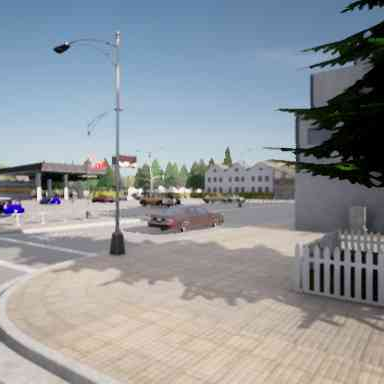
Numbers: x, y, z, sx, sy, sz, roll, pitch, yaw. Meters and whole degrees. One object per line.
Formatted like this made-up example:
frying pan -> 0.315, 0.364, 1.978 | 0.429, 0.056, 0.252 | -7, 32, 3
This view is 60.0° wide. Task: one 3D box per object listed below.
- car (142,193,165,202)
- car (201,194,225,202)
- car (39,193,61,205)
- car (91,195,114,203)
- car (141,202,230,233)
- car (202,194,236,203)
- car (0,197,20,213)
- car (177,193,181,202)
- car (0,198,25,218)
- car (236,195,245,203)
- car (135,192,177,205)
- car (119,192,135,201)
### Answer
car -> -7.927, 1.041, 68.558 | 4.605, 1.855, 1.932 | 0, 0, 36
car -> 4.251, 1.254, 68.273 | 4.514, 1.523, 2.007 | 0, 0, 36
car -> -21.757, 1.262, 50.858 | 3.633, 1.501, 1.845 | 0, 0, 36
car -> -15.838, 1.241, 58.910 | 4.514, 1.523, 2.007 | 0, 0, 36
car -> -0.208, 1.518, 19.674 | 2.033, 1.411, 5.357 | 0, 0, 38
car -> 4.274, 1.119, 55.785 | 5.027, 1.636, 2.152 | 0, 0, 36
car -> -19.935, 1.340, 34.692 | 3.806, 1.475, 1.970 | 0, 0, 36
car -> -3.260, 1.042, 45.444 | 3.866, 1.878, 1.905 | 0, 0, 36
car -> -15.693, 1.338, 27.914 | 3.633, 1.501, 1.845 | 0, 0, 36
car -> 7.792, 1.197, 61.162 | 3.806, 1.475, 1.970 | 0, 0, 36
car -> -4.638, 1.063, 42.853 | 4.605, 1.855, 1.932 | 0, 0, 36
car -> -14.803, 1.294, 73.521 | 3.806, 1.475, 1.970 | 0, 0, 36
